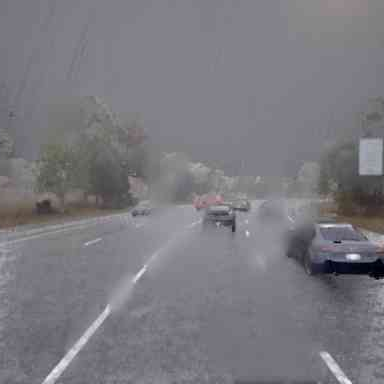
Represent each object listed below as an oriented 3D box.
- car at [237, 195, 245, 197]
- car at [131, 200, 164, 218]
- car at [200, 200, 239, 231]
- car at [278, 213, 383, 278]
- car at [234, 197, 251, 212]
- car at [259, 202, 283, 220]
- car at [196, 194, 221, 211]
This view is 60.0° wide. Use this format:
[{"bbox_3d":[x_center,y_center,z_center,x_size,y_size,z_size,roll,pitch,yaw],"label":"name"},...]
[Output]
[{"bbox_3d":[10.126,1.497,69.392,1.837,1.490,4.892,0,0,26],"label":"car"},{"bbox_3d":[-3.867,1.477,29.804,1.837,1.490,4.892,0,0,12],"label":"car"},{"bbox_3d":[1.822,1.504,20.763,1.837,1.490,4.892,0,0,8],"label":"car"},{"bbox_3d":[4.133,1.574,10.236,1.994,1.385,4.181,0,0,4],"label":"car"},{"bbox_3d":[5.675,1.572,38.575,1.994,1.385,4.181,0,0,15],"label":"car"},{"bbox_3d":[6.566,1.563,27.696,2.033,1.411,5.357,0,0,12],"label":"car"},{"bbox_3d":[2.079,1.211,39.537,2.150,2.045,5.566,0,0,16],"label":"car"}]
